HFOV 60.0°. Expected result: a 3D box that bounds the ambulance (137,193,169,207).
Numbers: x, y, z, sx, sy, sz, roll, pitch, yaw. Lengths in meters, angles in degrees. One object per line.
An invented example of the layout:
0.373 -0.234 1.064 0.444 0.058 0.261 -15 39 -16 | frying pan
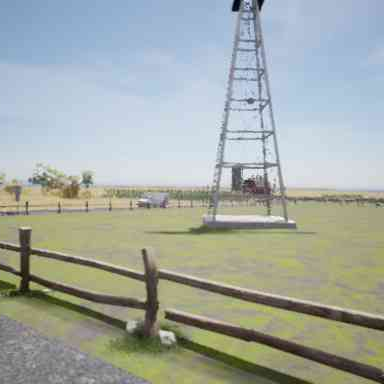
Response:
-6.879 1.433 58.299 2.351 2.431 6.366 1 0 35 | ambulance
